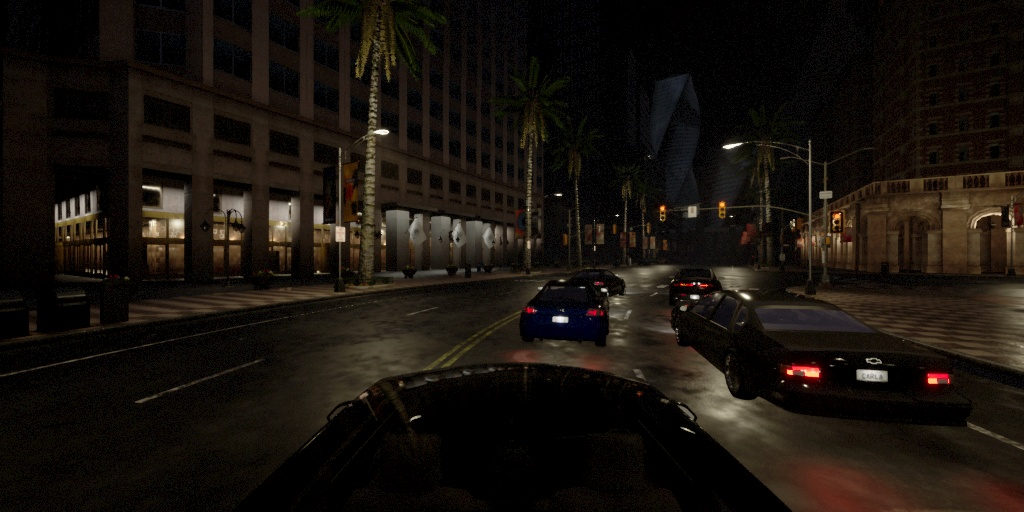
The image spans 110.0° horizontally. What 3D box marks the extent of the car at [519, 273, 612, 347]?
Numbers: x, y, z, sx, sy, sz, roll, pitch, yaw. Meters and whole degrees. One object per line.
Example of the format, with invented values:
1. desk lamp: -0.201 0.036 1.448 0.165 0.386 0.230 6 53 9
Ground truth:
1. car: 1.548 1.314 9.529 1.994 1.385 4.181 0 0 15

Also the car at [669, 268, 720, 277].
1. car: 7.827 1.255 15.283 1.837 1.490 4.892 0 0 28

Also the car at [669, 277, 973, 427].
1. car: 4.256 1.297 6.214 2.033 1.411 5.357 0 0 11

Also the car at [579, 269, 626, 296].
1. car: 4.129 1.314 17.474 1.994 1.385 4.181 0 0 32
